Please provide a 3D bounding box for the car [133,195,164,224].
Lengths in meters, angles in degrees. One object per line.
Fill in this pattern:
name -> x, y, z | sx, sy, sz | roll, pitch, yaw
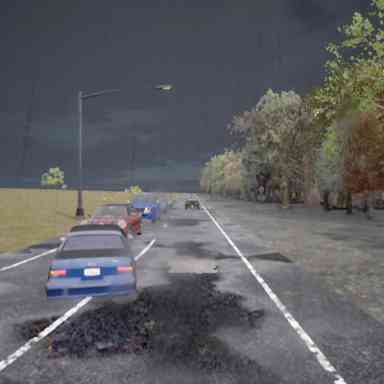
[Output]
car -> -3.620, 1.226, 25.333 | 2.150, 2.045, 5.566 | 0, 0, -1

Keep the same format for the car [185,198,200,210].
car -> 0.031, 1.507, 43.977 | 1.837, 1.490, 4.892 | 0, 0, 0

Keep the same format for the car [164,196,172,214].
car -> -3.616, 1.356, 35.338 | 2.097, 1.767, 4.553 | 0, 0, 0

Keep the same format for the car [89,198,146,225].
car -> -3.681, 1.356, 15.668 | 2.097, 1.767, 4.553 | 0, 0, 1

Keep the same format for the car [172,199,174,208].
car -> -3.621, 1.354, 45.344 | 2.097, 1.767, 4.553 | 0, 0, 0

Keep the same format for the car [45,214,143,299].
car -> -2.496, 1.550, 8.680 | 2.033, 1.411, 5.357 | 0, 0, -14
